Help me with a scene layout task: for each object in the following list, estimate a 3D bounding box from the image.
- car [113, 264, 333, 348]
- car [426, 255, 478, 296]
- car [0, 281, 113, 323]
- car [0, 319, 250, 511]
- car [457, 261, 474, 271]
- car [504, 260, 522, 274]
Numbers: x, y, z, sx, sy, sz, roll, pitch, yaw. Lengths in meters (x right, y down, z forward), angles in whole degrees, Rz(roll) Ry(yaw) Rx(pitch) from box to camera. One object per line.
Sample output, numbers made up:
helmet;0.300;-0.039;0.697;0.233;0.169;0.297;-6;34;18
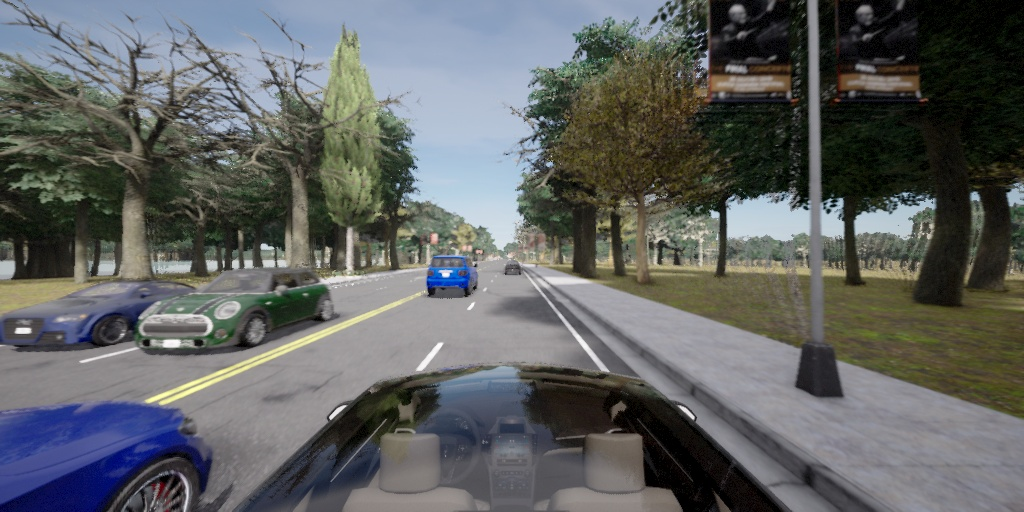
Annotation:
car;-6.599;1.108;9.198;2.097;1.767;4.553;0;0;0
car;-3.154;0.992;19.710;2.150;2.045;5.566;0;0;0
car;-9.851;1.320;9.217;1.994;1.385;4.181;0;0;0
car;-3.151;1.276;0.709;1.812;1.442;4.674;0;0;0
car;-6.595;1.388;51.733;1.812;1.442;4.674;0;0;0
car;0.090;1.331;42.150;1.837;1.490;4.892;0;0;0
